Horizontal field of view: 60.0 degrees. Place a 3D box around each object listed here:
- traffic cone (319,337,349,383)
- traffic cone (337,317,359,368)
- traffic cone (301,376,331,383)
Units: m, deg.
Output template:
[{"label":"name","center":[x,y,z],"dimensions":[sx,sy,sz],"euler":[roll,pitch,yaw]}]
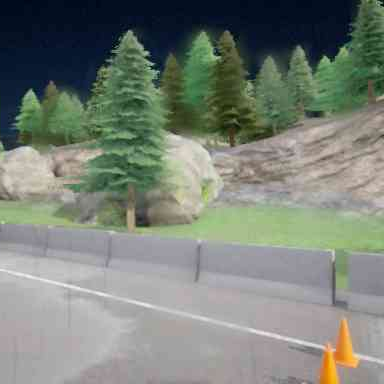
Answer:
[{"label":"traffic cone","center":[1.556,2.030,3.807],"dimensions":[0.340,0.580,0.340],"euler":[0,-1,34]},{"label":"traffic cone","center":[2.111,2.047,4.637],"dimensions":[0.340,0.580,0.340],"euler":[0,-1,34]},{"label":"traffic cone","center":[1.002,2.014,2.976],"dimensions":[0.340,0.580,0.340],"euler":[0,-1,34]}]
